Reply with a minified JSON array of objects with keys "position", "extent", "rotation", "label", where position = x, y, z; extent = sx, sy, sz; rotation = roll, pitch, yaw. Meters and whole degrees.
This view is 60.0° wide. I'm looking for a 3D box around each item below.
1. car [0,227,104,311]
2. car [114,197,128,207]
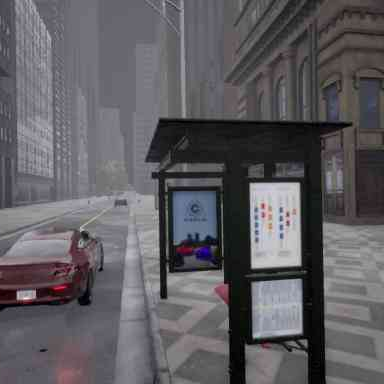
[{"position":[-3.150,1.535,7.759],"extent":[1.812,1.442,4.674],"rotation":[-1,0,-10],"label":"car"},{"position":[-10.987,1.494,51.500],"extent":[1.882,1.535,5.008],"rotation":[-1,0,-10],"label":"car"}]
